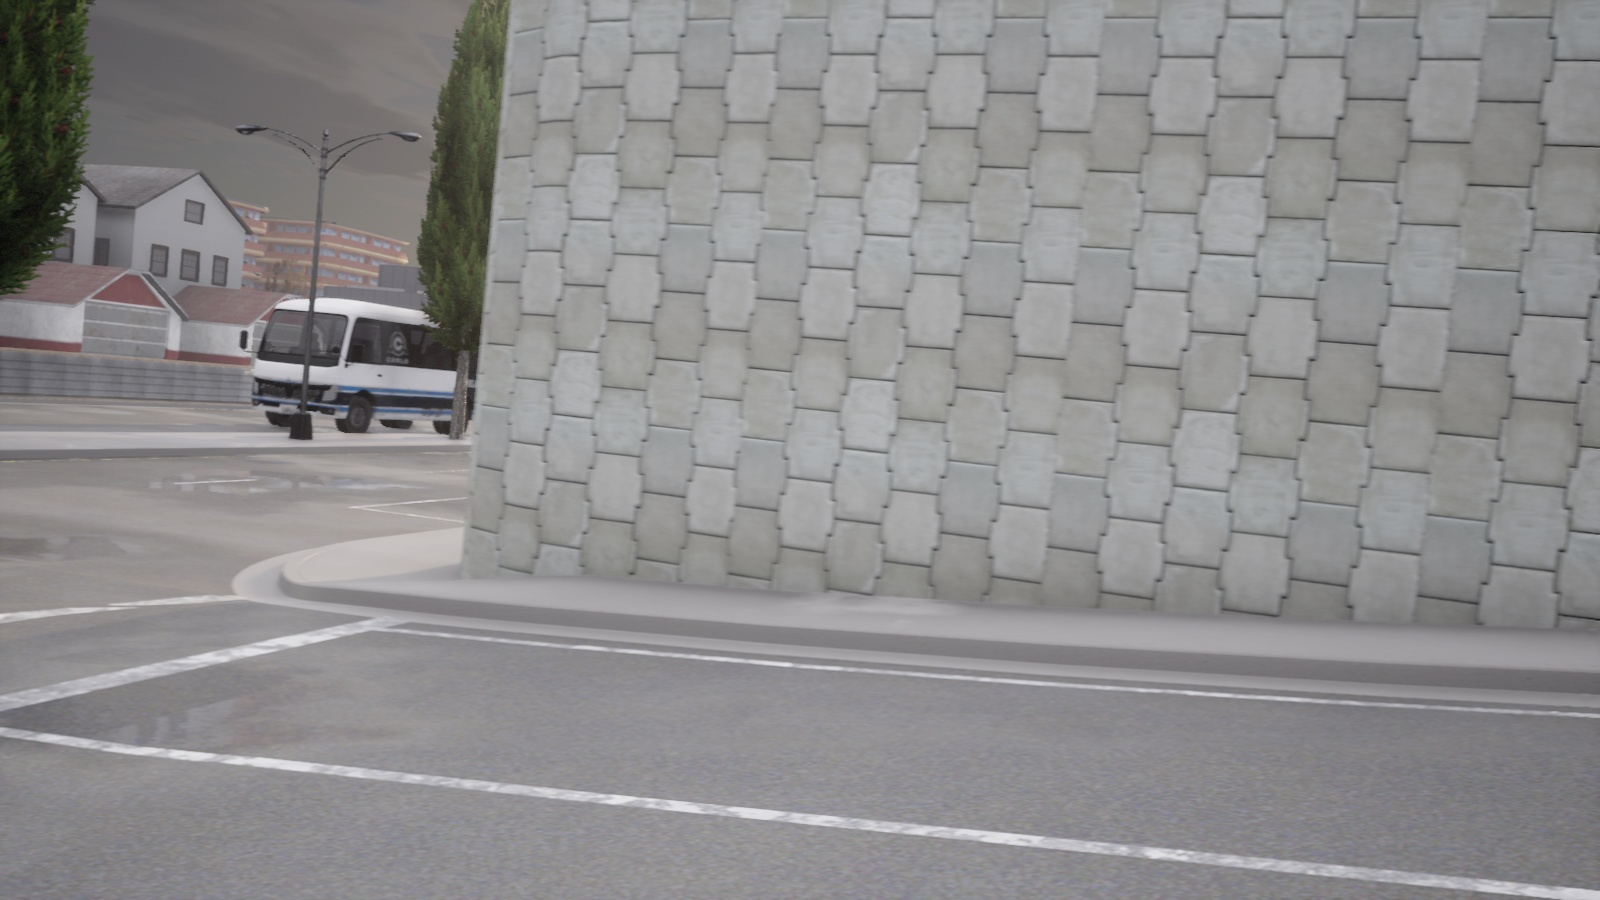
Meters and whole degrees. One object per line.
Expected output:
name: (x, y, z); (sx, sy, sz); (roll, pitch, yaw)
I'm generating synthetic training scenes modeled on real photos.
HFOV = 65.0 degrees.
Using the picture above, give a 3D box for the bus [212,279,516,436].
bus: (-14.154, -2.839, 42.244); (3.944, 4.253, 10.273); (7, 3, 18)
